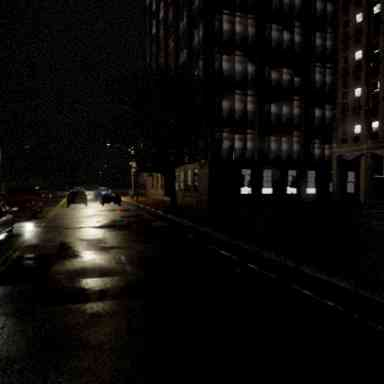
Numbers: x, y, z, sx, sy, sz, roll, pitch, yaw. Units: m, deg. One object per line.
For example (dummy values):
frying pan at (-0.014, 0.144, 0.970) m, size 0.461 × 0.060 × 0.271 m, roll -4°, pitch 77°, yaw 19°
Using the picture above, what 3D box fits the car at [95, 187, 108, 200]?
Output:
car at (-12.384, 0.142, 46.197) m, size 2.097 × 1.767 × 4.553 m, roll 0°, pitch 1°, yaw -18°

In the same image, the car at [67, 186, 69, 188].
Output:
car at (-16.084, 0.099, 47.193) m, size 2.097 × 1.767 × 4.553 m, roll 0°, pitch 1°, yaw -18°

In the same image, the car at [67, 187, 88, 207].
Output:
car at (-11.461, 0.592, 33.348) m, size 1.882 × 1.535 × 5.008 m, roll 0°, pitch 1°, yaw -18°

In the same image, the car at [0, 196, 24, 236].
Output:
car at (-8.389, 1.120, 13.219) m, size 2.128 × 1.511 × 4.902 m, roll 0°, pitch 1°, yaw -18°

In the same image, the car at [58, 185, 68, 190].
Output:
car at (-28.471, -0.928, 73.802) m, size 2.097 × 1.767 × 4.553 m, roll 0°, pitch 2°, yaw -18°

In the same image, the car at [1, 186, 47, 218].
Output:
car at (-11.592, 0.596, 22.861) m, size 2.150 × 2.045 × 5.566 m, roll 0°, pitch 1°, yaw -18°

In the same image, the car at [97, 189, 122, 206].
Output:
car at (-8.374, 0.713, 34.059) m, size 1.895 × 1.301 × 4.718 m, roll 0°, pitch 2°, yaw -18°

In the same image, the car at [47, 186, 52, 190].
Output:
car at (-31.546, -0.748, 72.750) m, size 1.812 × 1.442 × 4.674 m, roll 0°, pitch 2°, yaw -18°

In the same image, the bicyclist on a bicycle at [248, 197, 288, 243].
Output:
bicyclist on a bicycle at (2.732, 1.016, 11.896) m, size 1.656 × 1.620 × 0.582 m, roll 0°, pitch 1°, yaw -18°
